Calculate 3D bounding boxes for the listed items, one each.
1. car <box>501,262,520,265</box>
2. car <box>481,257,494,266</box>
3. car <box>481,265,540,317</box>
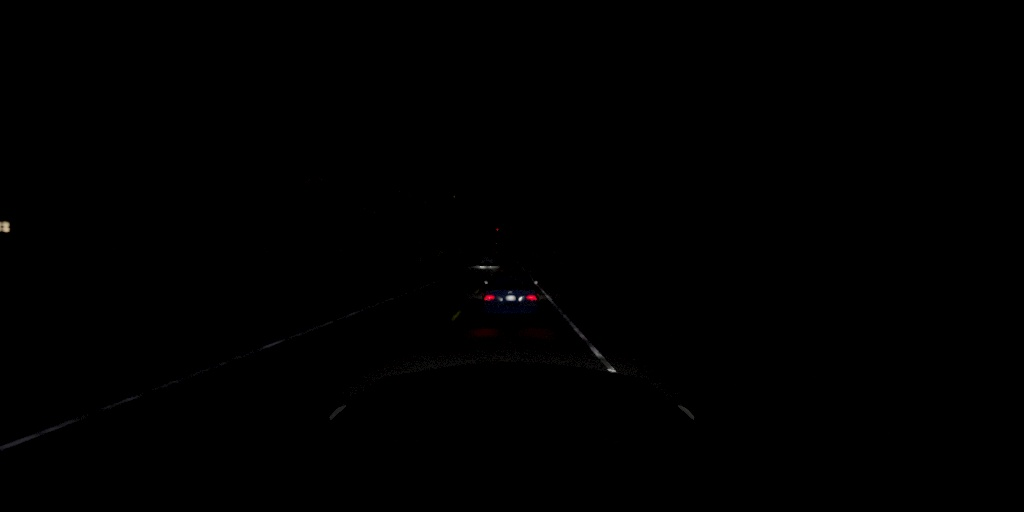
[{"bbox_3d":[-0.117,1.160,29.204,1.895,1.301,4.718,0,0,0],"label":"car"},{"bbox_3d":[-3.869,0.875,56.965,1.812,1.442,4.674,0,0,0],"label":"car"},{"bbox_3d":[-0.039,1.224,12.685,2.033,1.411,5.357,0,0,0],"label":"car"}]
